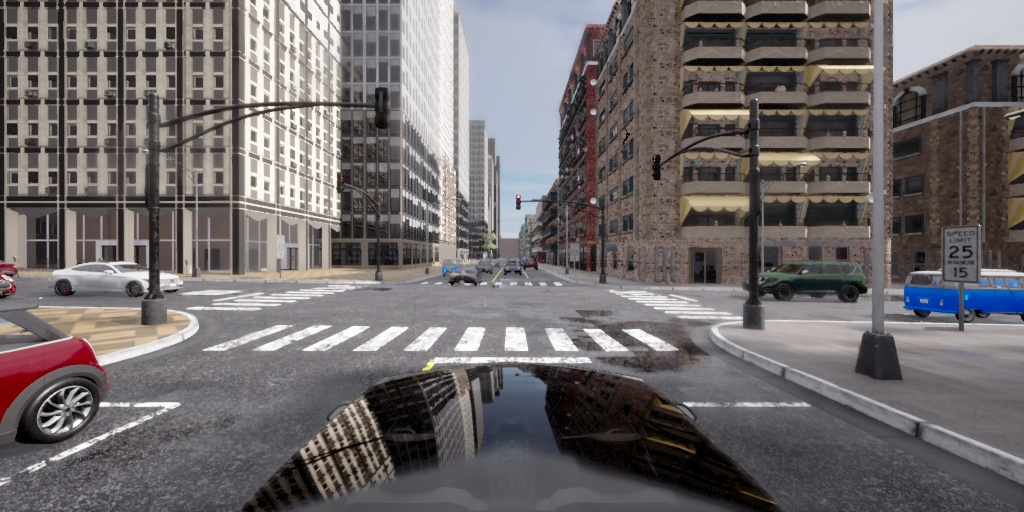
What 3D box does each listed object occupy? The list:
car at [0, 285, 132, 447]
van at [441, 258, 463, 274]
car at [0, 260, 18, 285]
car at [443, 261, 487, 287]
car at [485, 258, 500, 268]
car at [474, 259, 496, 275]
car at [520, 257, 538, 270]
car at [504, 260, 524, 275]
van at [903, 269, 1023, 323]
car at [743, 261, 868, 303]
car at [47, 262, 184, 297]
[{"bbox_3d":[-5.691,1.190,2.369,1.967,1.591,4.097,0,0,0],"label":"car"},{"bbox_3d":[-5.710,1.097,34.843,1.690,1.789,3.998,0,0,0],"label":"van"},{"bbox_3d":[-21.154,0.818,13.128,4.097,1.591,1.967,0,0,0],"label":"car"},{"bbox_3d":[-3.100,1.282,24.918,2.033,1.411,5.357,1,-1,0],"label":"car"},{"bbox_3d":[-3.097,1.263,61.054,2.128,1.511,4.902,0,0,0],"label":"car"},{"bbox_3d":[-3.122,1.322,39.059,1.994,1.385,4.181,0,0,0],"label":"car"},{"bbox_3d":[2.661,1.079,51.502,2.192,1.841,5.009,0,0,0],"label":"car"},{"bbox_3d":[0.080,1.359,39.606,1.895,1.301,4.718,0,0,0],"label":"car"},{"bbox_3d":[16.905,1.453,13.099,3.998,1.789,1.690,0,0,0],"label":"van"},{"bbox_3d":[15.448,1.296,19.020,5.566,2.045,2.150,1,0,0],"label":"car"},{"bbox_3d":[-17.274,0.975,15.724,4.674,1.442,1.812,1,0,-2],"label":"car"}]
